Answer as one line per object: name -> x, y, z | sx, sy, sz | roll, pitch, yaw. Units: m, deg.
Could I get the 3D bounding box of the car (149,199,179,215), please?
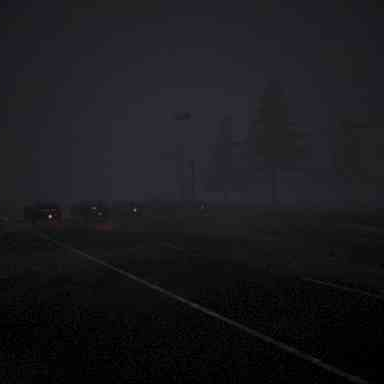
car -> -3.662, 1.383, 32.231 | 1.882, 1.535, 5.008 | 0, 0, -37

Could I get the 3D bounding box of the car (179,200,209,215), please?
car -> -0.174, 1.472, 33.404 | 1.994, 1.385, 4.181 | 0, 0, -37

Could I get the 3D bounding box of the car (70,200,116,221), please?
car -> -8.287, 1.405, 26.715 | 2.128, 1.511, 4.902 | 0, 0, -37

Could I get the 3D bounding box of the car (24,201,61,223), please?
car -> -11.165, 1.419, 24.721 | 1.837, 1.490, 4.892 | 0, 0, -37

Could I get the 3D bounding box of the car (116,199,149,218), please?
car -> -5.967, 1.473, 29.462 | 1.994, 1.385, 4.181 | 0, 0, -37
